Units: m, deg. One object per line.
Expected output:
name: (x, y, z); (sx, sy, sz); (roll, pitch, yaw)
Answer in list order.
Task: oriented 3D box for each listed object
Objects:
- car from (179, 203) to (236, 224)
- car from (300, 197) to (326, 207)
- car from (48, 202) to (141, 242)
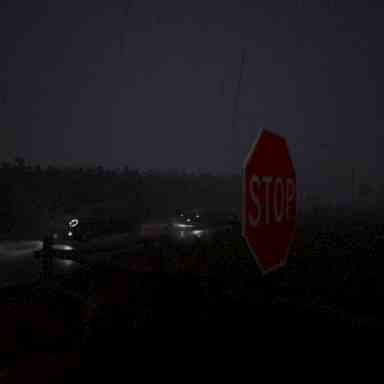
car: (1.329, 1.533, 24.801); (2.033, 1.411, 5.357); (0, 0, 36)
car: (16.575, 1.327, 45.688); (2.033, 1.411, 5.357); (0, 1, -1)
car: (-4.682, 1.345, 16.407); (2.097, 1.767, 4.553); (0, 0, 36)
